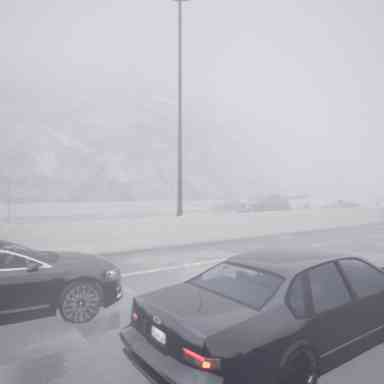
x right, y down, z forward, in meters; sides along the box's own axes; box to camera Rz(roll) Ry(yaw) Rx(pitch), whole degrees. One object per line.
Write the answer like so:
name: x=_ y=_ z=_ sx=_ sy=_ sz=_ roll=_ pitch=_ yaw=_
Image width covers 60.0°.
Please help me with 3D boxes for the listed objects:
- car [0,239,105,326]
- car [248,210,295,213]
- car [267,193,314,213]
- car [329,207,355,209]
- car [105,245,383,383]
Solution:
car: x=-3.585 y=1.492 z=5.490 sx=4.902 sy=1.511 sz=2.128 roll=0 pitch=0 yaw=-35
car: x=6.585 y=1.227 z=30.174 sx=5.566 sy=2.045 sz=2.150 roll=1 pitch=0 yaw=-35
car: x=11.284 y=1.222 z=37.843 sx=5.566 sy=2.045 sz=2.150 roll=0 pitch=0 yaw=-36
car: x=13.761 y=1.494 z=31.015 sx=4.902 sy=1.511 sz=2.128 roll=0 pitch=0 yaw=-36
car: x=1.692 y=1.548 z=4.951 sx=5.357 sy=1.411 sz=2.033 roll=0 pitch=0 yaw=-35
